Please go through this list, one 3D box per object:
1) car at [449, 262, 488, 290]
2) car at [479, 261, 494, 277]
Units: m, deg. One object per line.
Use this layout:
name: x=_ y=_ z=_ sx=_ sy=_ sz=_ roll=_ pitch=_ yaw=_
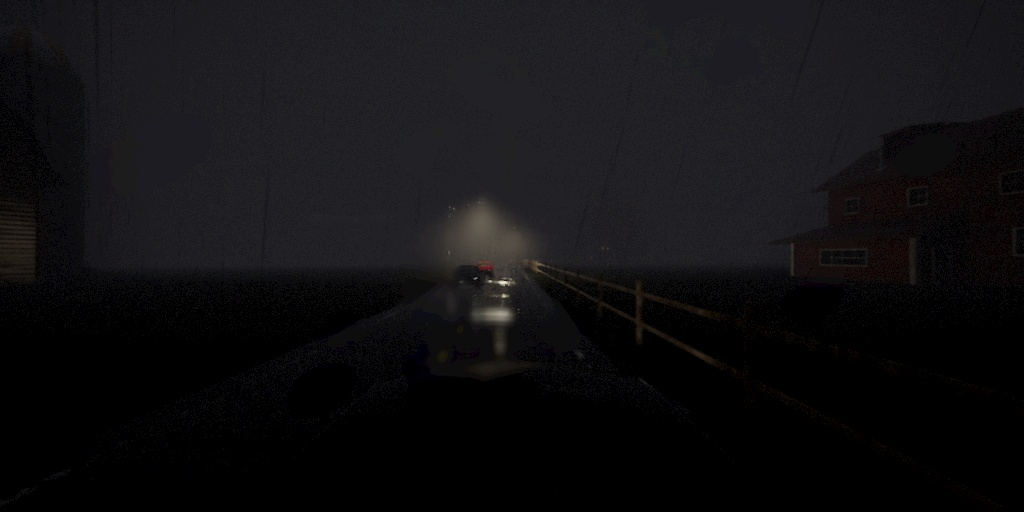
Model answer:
car: x=-2.764 y=1.284 z=22.888 sx=1.812 sy=1.442 sz=4.674 roll=0 pitch=0 yaw=0
car: x=-2.768 y=1.245 z=35.247 sx=1.882 sy=1.535 sz=5.008 roll=0 pitch=0 yaw=1
